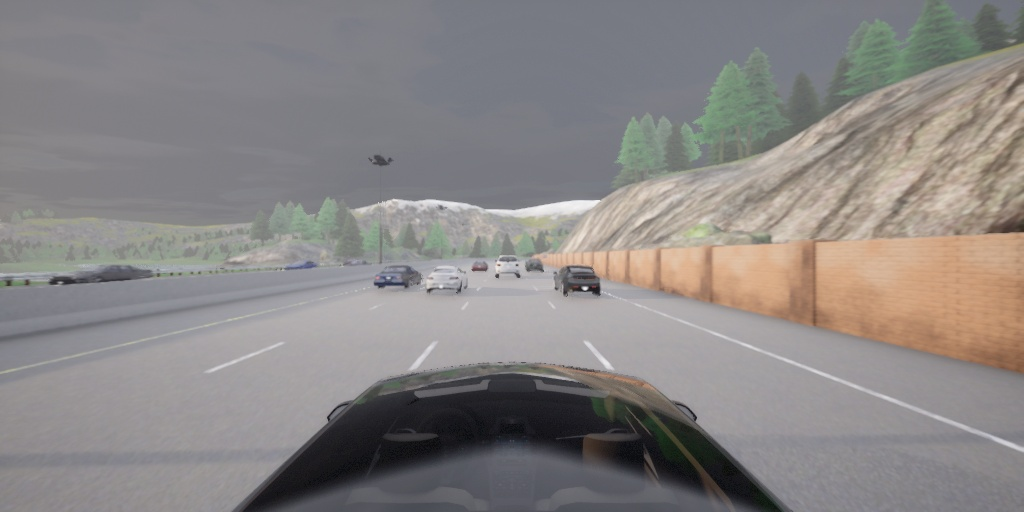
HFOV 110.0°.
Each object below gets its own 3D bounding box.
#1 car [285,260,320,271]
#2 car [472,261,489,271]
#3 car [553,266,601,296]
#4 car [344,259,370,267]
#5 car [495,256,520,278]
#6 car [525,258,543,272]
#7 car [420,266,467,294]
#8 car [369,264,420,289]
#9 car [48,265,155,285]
[{"bbox_3d":[-25.275,1.249,43.330,1.882,1.535,5.008,0,0,-1],"label":"car"},{"bbox_3d":[-4.220,1.320,48.047,1.994,1.385,4.181,0,0,-1],"label":"car"},{"bbox_3d":[3.395,1.254,19.310,1.837,1.490,4.892,0,0,-1],"label":"car"},{"bbox_3d":[-18.270,1.330,43.167,1.994,1.385,4.181,0,0,-1],"label":"car"},{"bbox_3d":[-0.425,0.974,34.417,2.150,2.045,5.566,0,0,-1],"label":"car"},{"bbox_3d":[2.815,1.102,46.596,2.097,1.767,4.553,0,0,-1],"label":"car"},{"bbox_3d":[-3.617,1.279,20.314,1.812,1.442,4.674,0,0,-1],"label":"car"},{"bbox_3d":[-7.109,1.304,22.861,2.033,1.411,5.357,0,0,-2],"label":"car"},{"bbox_3d":[-28.440,1.321,25.201,2.033,1.411,5.357,0,0,-1],"label":"car"}]
